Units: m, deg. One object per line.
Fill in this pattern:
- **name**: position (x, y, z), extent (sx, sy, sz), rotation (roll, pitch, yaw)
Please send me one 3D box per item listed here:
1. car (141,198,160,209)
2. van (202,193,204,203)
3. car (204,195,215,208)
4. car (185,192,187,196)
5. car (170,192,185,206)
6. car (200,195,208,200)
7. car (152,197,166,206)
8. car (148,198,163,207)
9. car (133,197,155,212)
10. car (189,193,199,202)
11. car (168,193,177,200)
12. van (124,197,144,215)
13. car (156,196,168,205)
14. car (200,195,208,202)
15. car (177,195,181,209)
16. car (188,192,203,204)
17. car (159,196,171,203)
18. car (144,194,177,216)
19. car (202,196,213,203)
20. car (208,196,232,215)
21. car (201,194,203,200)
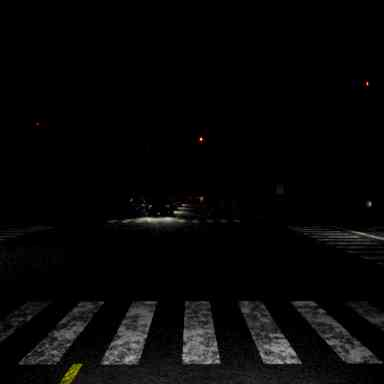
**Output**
- **car**: position (-5.556, 1.569, 44.747), extent (1.947, 1.339, 4.313), rotation (0, 0, 0)
- **van**: position (3.046, 1.344, 56.031), extent (1.690, 1.788, 3.998), rotation (0, 0, 0)
- **car**: position (2.969, 1.443, 44.693), extent (1.967, 1.590, 4.097), rotation (0, 0, 0)
- **car**: position (-2.629, 1.354, 62.398), extent (2.097, 1.767, 4.553), rotation (0, 0, 1)
- **car**: position (-2.741, 1.225, 52.172), extent (2.150, 2.045, 5.566), rotation (0, 0, 1)
- **car**: position (3.280, 1.558, 90.047), extent (1.947, 1.339, 4.313), rotation (0, 0, 0)
- **car**: position (-5.479, 1.569, 56.084), extent (1.947, 1.339, 4.313), rotation (0, 0, 0)
- **car**: position (-5.518, 1.585, 50.416), extent (1.802, 1.307, 4.206), rotation (0, 0, 0)
- **car**: position (-5.596, 1.443, 39.079), extent (1.967, 1.590, 4.097), rotation (0, 0, 0)
- **car**: position (0.501, 1.186, 73.739), extent (2.097, 1.767, 4.553), rotation (0, 0, 0)
- **car**: position (-5.246, 1.307, 90.093), extent (2.192, 1.841, 5.009), rotation (0, 0, 0)
- **van**: position (-5.635, 1.343, 33.411), extent (1.690, 1.788, 3.998), rotation (0, 0, 0)
- **car**: position (-5.441, 1.527, 61.582), extent (1.752, 1.417, 4.829), rotation (0, 0, 0)
- **car**: position (2.890, 1.453, 79.541), extent (1.801, 1.575, 5.366), rotation (0, 0, 0)
- **car**: position (-2.815, 1.481, 42.045), extent (1.882, 1.535, 5.008), rotation (0, 0, 1)
- **car**: position (0.430, 1.223, 63.379), extent (2.150, 2.045, 5.566), rotation (0, 0, 0)
- **car**: position (-5.401, 1.567, 67.420), extent (1.947, 1.339, 4.313), rotation (0, 0, 0)
- **car**: position (-2.925, 1.354, 32.108), extent (2.097, 1.767, 4.553), rotation (0, 0, 2)
- **car**: position (3.124, 1.552, 67.370), extent (2.008, 1.369, 4.403), rotation (0, 0, 0)
- **car**: position (2.891, 1.442, 33.355), extent (1.967, 1.590, 4.097), rotation (0, 0, 0)
- **car**: position (3.087, 1.527, 61.870), extent (1.752, 1.417, 4.829), rotation (0, 0, 0)
